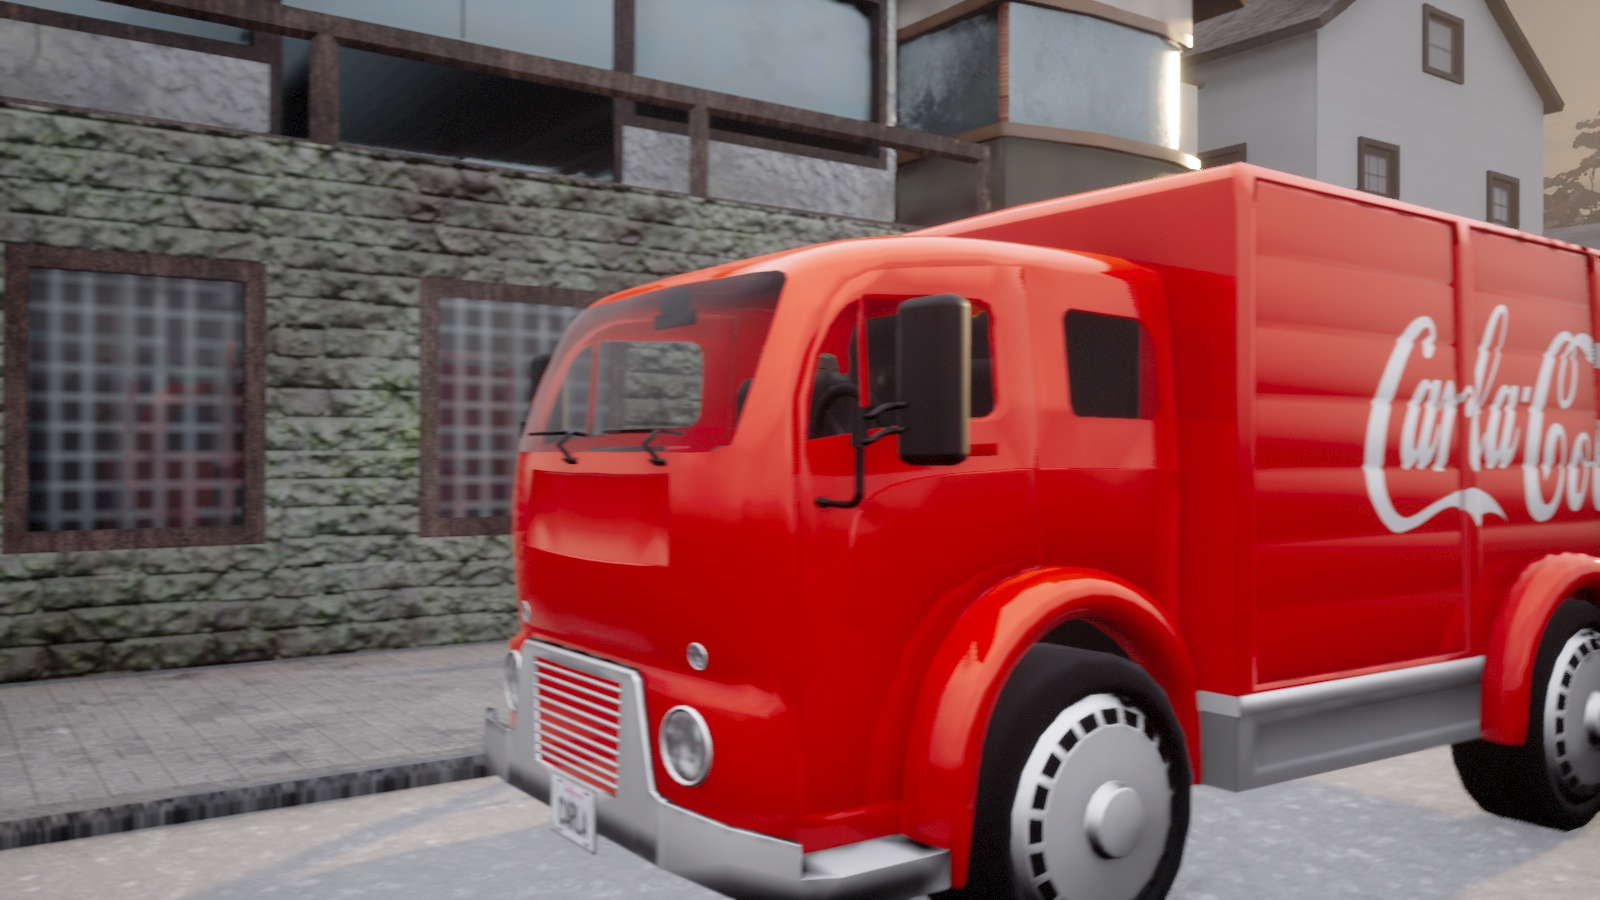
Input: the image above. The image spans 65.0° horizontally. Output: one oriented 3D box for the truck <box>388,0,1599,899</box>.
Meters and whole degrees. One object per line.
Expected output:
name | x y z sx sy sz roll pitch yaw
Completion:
truck | 1.316 0.275 5.215 5.204 2.467 2.627 0 0 -35
